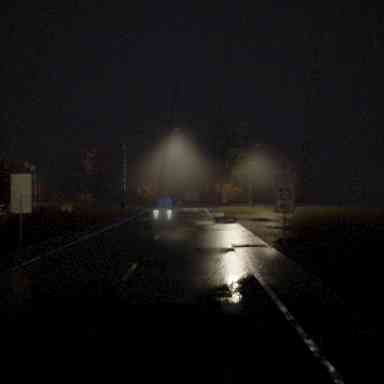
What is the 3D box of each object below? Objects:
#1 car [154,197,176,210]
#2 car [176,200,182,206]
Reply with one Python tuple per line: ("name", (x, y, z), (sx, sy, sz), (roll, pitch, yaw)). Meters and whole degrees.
("car", (-3.496, 1.474, 42.804), (1.882, 1.535, 5.008), (0, 0, 0))
("car", (-3.933, 1.524, 54.889), (4.674, 1.442, 1.812), (0, 0, -1))
